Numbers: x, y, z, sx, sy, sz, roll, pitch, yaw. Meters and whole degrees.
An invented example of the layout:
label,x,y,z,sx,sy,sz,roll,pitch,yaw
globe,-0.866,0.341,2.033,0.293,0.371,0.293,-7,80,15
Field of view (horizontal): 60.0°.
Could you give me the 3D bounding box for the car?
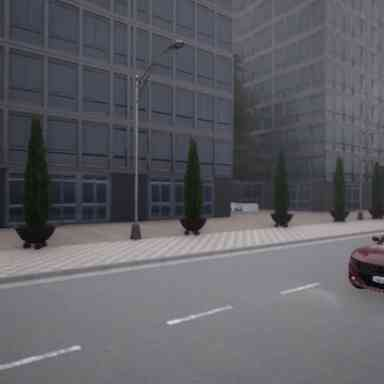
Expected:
label,x,y,z,sx,sy,sz,roll,pitch,yaw
car,5.849,1.551,8.262,5.008,1.535,1.882,1,-1,-36
